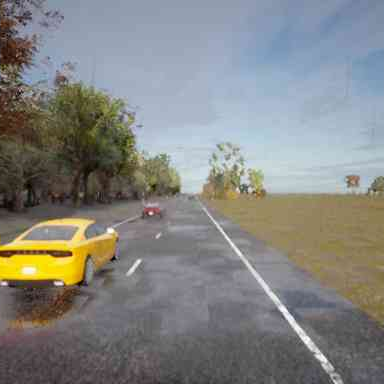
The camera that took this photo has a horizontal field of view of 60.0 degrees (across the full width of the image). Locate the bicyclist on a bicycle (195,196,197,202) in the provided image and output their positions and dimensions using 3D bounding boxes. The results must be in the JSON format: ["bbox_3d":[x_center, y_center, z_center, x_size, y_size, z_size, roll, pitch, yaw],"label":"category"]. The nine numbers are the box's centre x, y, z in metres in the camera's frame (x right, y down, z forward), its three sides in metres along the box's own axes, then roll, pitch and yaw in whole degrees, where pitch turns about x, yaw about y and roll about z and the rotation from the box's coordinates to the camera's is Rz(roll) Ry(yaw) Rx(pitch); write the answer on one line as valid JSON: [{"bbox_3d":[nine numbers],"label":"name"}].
[{"bbox_3d":[0.987,1.651,79.303,0.582,1.620,1.656,0,0,0],"label":"bicyclist on a bicycle"}]

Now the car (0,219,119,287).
[{"bbox_3d":[-3.398,1.501,9.424,1.882,1.535,5.008,0,0,0],"label":"car"}]

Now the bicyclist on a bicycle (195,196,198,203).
[{"bbox_3d":[0.979,1.612,70.301,0.866,1.612,1.509,0,0,0],"label":"bicyclist on a bicycle"}]

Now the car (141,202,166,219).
[{"bbox_3d":[-3.391,1.600,29.838,1.812,1.442,4.674,0,0,0],"label":"car"}]
